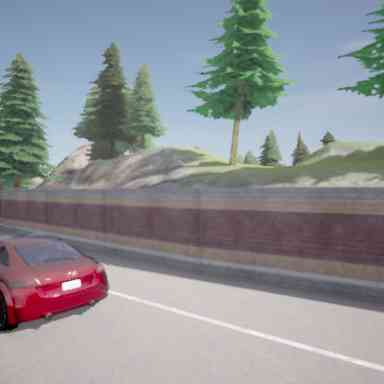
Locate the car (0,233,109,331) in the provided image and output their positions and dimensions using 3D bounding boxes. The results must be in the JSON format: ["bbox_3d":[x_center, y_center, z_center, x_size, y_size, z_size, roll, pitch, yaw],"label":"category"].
[{"bbox_3d":[-3.634,1.566,6.980,4.181,1.385,1.994,0,0,39],"label":"car"}]
